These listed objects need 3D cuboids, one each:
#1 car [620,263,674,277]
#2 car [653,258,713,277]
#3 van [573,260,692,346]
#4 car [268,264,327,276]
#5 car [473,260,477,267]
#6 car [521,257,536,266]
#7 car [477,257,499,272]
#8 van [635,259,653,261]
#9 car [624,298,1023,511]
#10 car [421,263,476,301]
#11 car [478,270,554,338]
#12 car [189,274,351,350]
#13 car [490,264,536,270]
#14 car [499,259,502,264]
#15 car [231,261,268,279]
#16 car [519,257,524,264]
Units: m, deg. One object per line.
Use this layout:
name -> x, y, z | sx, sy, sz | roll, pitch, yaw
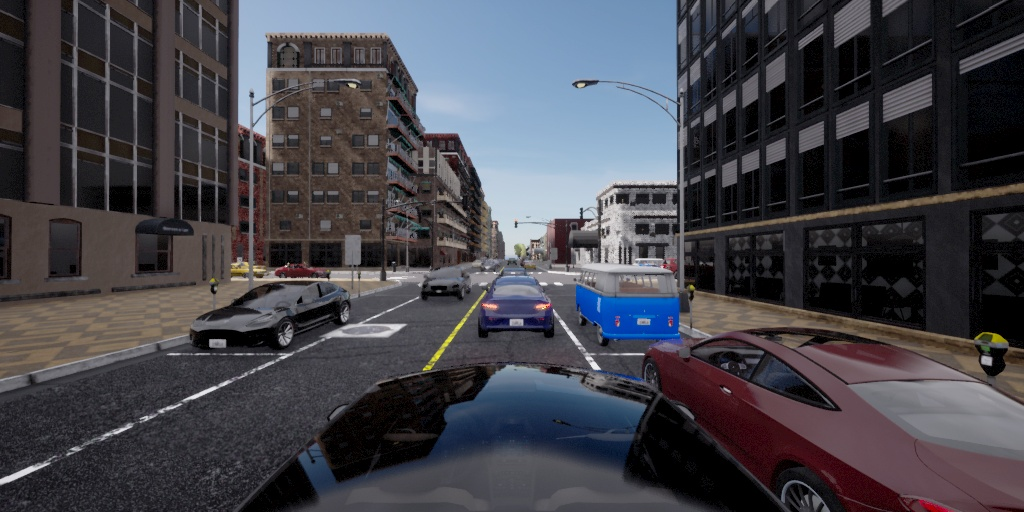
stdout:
car -> 13.412, 1.418, 35.773 | 4.718, 1.301, 1.895 | 0, 0, 1
car -> 14.927, 1.107, 29.963 | 5.009, 1.841, 2.192 | 0, 0, 0
van -> 2.659, 1.092, 9.082 | 1.690, 1.789, 3.998 | 0, 0, 0
car -> -17.460, 1.284, 29.894 | 4.207, 1.307, 1.802 | 0, 0, 0
car -> -5.676, 1.318, 59.238 | 1.751, 1.417, 4.829 | 0, 0, 0
car -> 2.704, 1.311, 54.038 | 1.751, 1.417, 4.829 | 0, 0, 0
car -> -2.995, 1.268, 45.498 | 2.128, 1.511, 4.902 | 0, 0, -2
van -> 14.906, 1.175, 38.343 | 3.998, 1.789, 1.690 | 0, 0, 0
car -> 2.658, 1.332, 3.392 | 1.802, 1.307, 4.207 | 0, 0, 0
car -> -3.096, 1.260, 17.578 | 1.837, 1.490, 4.892 | 0, -1, 0
car -> 0.103, 1.277, 10.082 | 1.812, 1.442, 4.674 | 0, 0, 0
car -> -5.688, 1.317, 9.109 | 1.948, 1.339, 4.313 | 0, 0, 0
car -> 0.097, 1.318, 18.534 | 1.994, 1.385, 4.181 | 0, 0, 0
car -> -3.066, 1.321, 61.429 | 1.812, 1.442, 4.674 | 0, 0, 1
car -> -22.952, 1.216, 29.882 | 4.829, 1.417, 1.751 | 0, 0, 0
car -> 2.707, 1.382, 64.946 | 1.802, 1.307, 4.207 | 0, 0, 0
